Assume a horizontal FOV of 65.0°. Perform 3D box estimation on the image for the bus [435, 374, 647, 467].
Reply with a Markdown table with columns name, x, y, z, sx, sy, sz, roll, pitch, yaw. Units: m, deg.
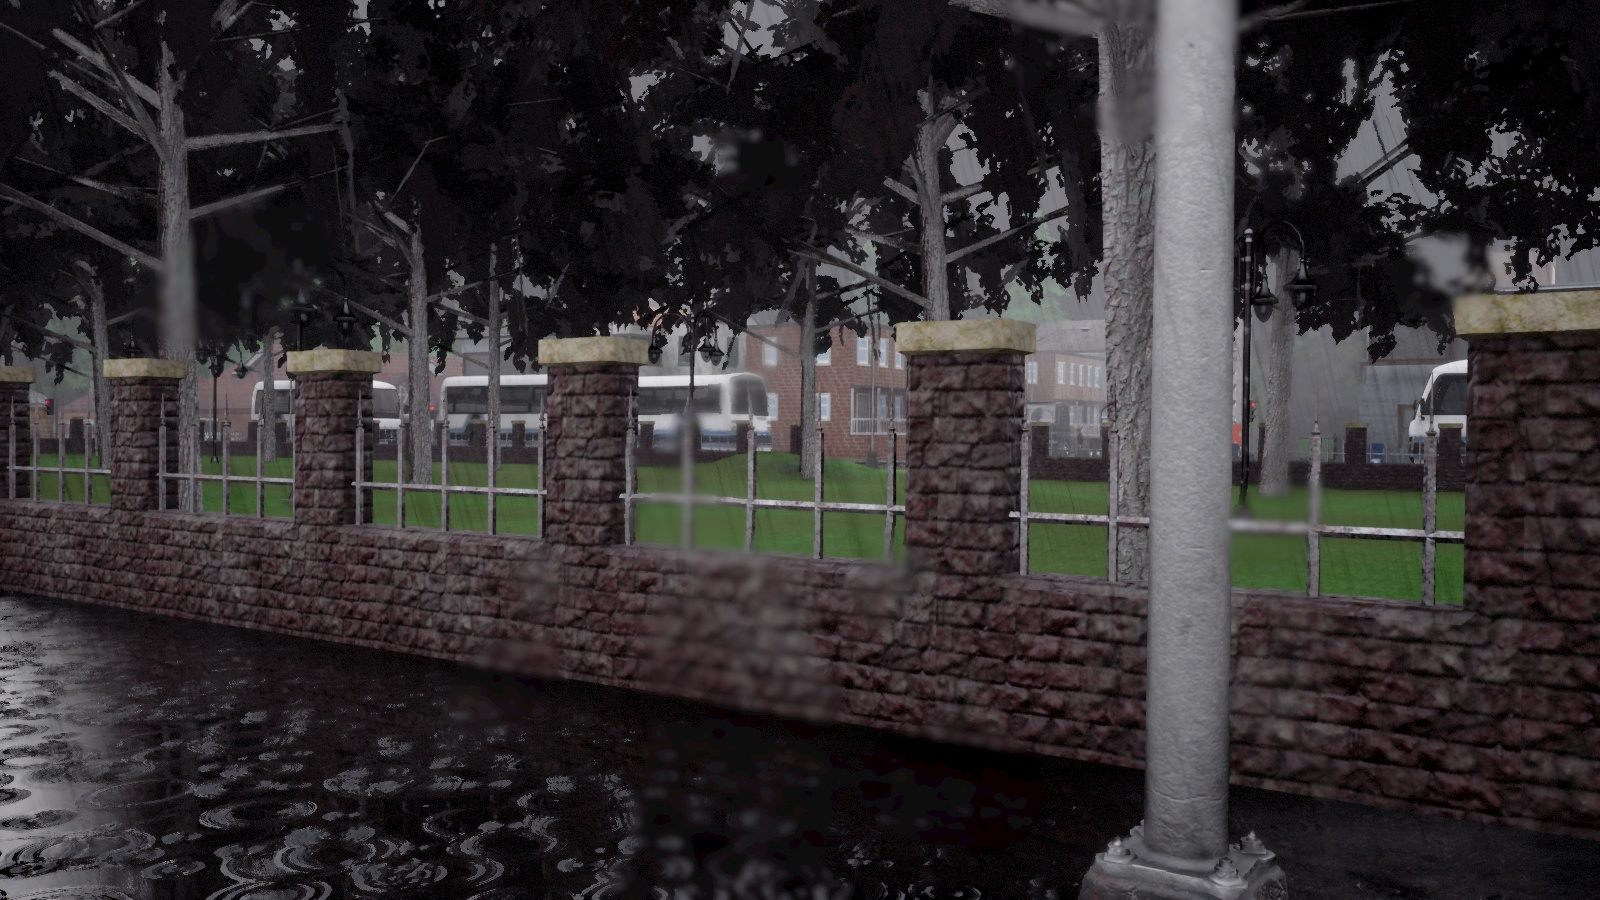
| name | x | y | z | sx | sy | sz | roll | pitch | yaw |
| --- | --- | --- | --- | --- | --- | --- | --- | --- | --- |
| bus | -12.919 | -1.379 | 62.303 | 10.273 | 4.253 | 3.944 | 0 | 1 | 31 |

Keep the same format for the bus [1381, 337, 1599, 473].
| name | x | y | z | sx | sy | sz | roll | pitch | yaw |
| --- | --- | --- | --- | --- | --- | --- | --- | --- | --- |
| bus | 25.280 | -1.444 | 41.745 | 10.273 | 4.253 | 3.944 | 0 | 1 | 35 |

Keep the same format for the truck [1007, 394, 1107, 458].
| name | x | y | z | sx | sy | sz | roll | pitch | yaw |
| --- | --- | --- | --- | --- | --- | --- | --- | --- | --- |
| truck | 14.964 | -1.379 | 72.713 | 2.891 | 3.462 | 7.936 | 0 | 1 | 34 |

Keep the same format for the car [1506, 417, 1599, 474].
| name | x | y | z | sx | sy | sz | roll | pitch | yaw |
| --- | --- | --- | --- | --- | --- | --- | --- | --- | --- |
| car | 23.989 | -0.158 | 37.831 | 4.611 | 1.667 | 2.242 | 0 | 1 | 34 |

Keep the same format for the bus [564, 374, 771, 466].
| name | x | y | z | sx | sy | sz | roll | pitch | yaw |
| --- | --- | --- | --- | --- | --- | --- | --- | --- | --- |
| bus | -6.747 | -1.442 | 62.833 | 10.273 | 4.253 | 3.944 | 0 | 1 | 36 |

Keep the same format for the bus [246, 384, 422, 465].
| name | x | y | z | sx | sy | sz | roll | pitch | yaw |
| --- | --- | --- | --- | --- | --- | --- | --- | --- | --- |
| bus | -26.370 | -1.373 | 70.798 | 10.273 | 4.253 | 3.944 | 0 | 1 | 34 |
